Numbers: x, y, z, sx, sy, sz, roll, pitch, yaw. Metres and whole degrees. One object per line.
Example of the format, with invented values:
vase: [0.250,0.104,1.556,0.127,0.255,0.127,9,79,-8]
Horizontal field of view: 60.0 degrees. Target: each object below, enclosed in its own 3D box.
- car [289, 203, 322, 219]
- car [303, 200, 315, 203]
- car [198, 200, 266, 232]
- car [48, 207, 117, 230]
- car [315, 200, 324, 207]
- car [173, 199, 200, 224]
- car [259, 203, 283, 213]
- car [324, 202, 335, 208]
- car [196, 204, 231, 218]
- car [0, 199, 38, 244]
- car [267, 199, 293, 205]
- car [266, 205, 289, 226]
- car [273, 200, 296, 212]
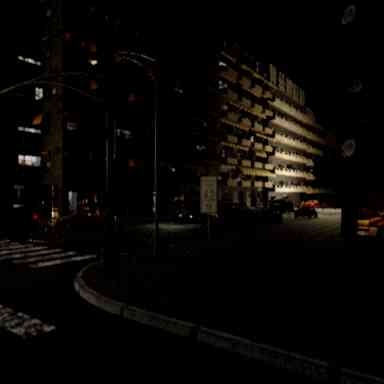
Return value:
car: [12.581,2.237,36.756,1.802,1.307,4.206,-1,-2,35]
car: [21.898,2.687,64.711,1.887,1.381,4.507,-1,-2,35]
car: [2.862,1.665,22.826,2.192,1.841,5.009,-1,-2,35]
car: [-7.356,1.752,22.760,1.752,1.417,4.829,-1,-2,35]
car: [25.136,2.556,69.361,2.192,1.841,5.009,-1,-2,35]
car: [0.634,1.641,29.661,2.150,2.045,5.566,0,-1,35]
car: [12.080,2.363,50.634,1.752,1.417,4.829,-1,-2,35]
car: [31.616,2.982,78.648,1.887,1.381,4.507,-1,-2,35]
car: [2.460,2.082,36.836,1.887,1.381,4.507,-1,-2,35]
car: [-9.405,1.307,14.292,2.150,2.045,5.566,0,-1,26]
car: [12.385,2.007,46.417,2.150,2.045,5.566,0,-1,35]
car: [6.102,1.997,27.466,1.887,1.381,4.507,-1,-2,35]
car: [15.417,2.257,55.424,2.192,1.841,5.009,-1,-2,35]
